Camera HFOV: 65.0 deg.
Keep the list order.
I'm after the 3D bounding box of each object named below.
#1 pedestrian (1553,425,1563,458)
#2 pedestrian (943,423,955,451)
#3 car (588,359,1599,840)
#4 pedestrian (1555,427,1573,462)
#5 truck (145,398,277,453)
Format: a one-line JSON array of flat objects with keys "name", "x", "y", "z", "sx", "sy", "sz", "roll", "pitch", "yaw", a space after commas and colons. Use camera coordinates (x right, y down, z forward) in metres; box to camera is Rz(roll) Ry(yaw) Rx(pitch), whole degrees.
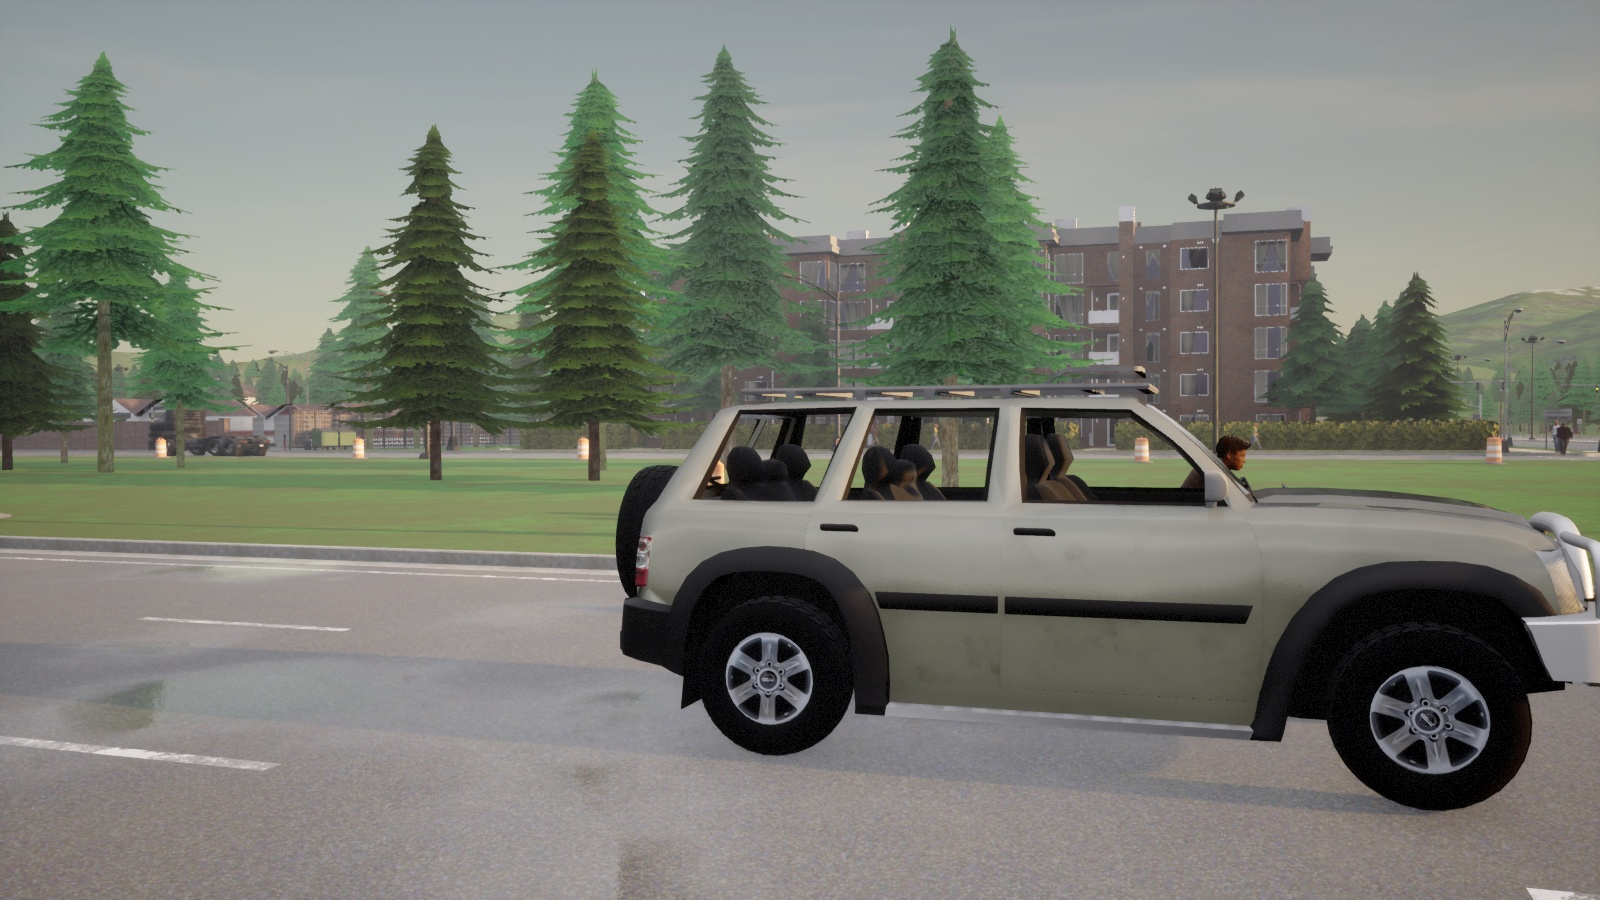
[{"name": "pedestrian", "x": 42.208, "y": -0.496, "z": 69.956, "sx": 0.354, "sy": 1.836, "sz": 0.706, "roll": 1, "pitch": 1, "yaw": 24}, {"name": "pedestrian", "x": 9.955, "y": -0.847, "z": 83.692, "sx": 0.726, "sy": 1.835, "sz": 0.370, "roll": 1, "pitch": 1, "yaw": 19}, {"name": "car", "x": 1.444, "y": 0.546, "z": 6.396, "sx": 4.605, "sy": 1.855, "sz": 1.932, "roll": 1, "pitch": 1, "yaw": 18}, {"name": "pedestrian", "x": 40.534, "y": -0.297, "z": 66.643, "sx": 0.634, "sy": 1.844, "sz": 0.899, "roll": 1, "pitch": 1, "yaw": 22}, {"name": "truck", "x": -37.965, "y": -1.594, "z": 80.936, "sx": 7.936, "sy": 3.462, "sz": 2.891, "roll": 1, "pitch": 1, "yaw": 19}]
